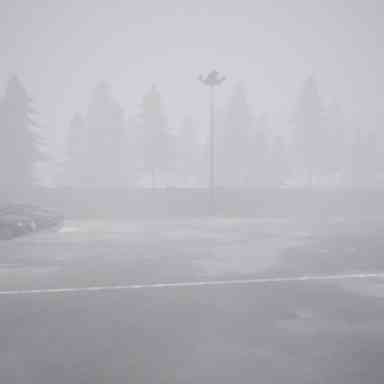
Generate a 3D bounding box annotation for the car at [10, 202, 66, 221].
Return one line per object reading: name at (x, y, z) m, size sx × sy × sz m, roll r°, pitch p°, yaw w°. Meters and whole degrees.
car at (-10.928, 1.412, 21.993) m, size 4.892 × 1.490 × 1.837 m, roll 0°, pitch 0°, yaw -10°

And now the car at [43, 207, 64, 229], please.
car at (-9.718, 1.484, 18.653) m, size 4.181 × 1.385 × 1.994 m, roll 0°, pitch 0°, yaw -10°

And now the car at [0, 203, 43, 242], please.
car at (-9.768, 1.424, 15.087) m, size 4.902 × 1.511 × 2.128 m, roll 0°, pitch 0°, yaw -10°
